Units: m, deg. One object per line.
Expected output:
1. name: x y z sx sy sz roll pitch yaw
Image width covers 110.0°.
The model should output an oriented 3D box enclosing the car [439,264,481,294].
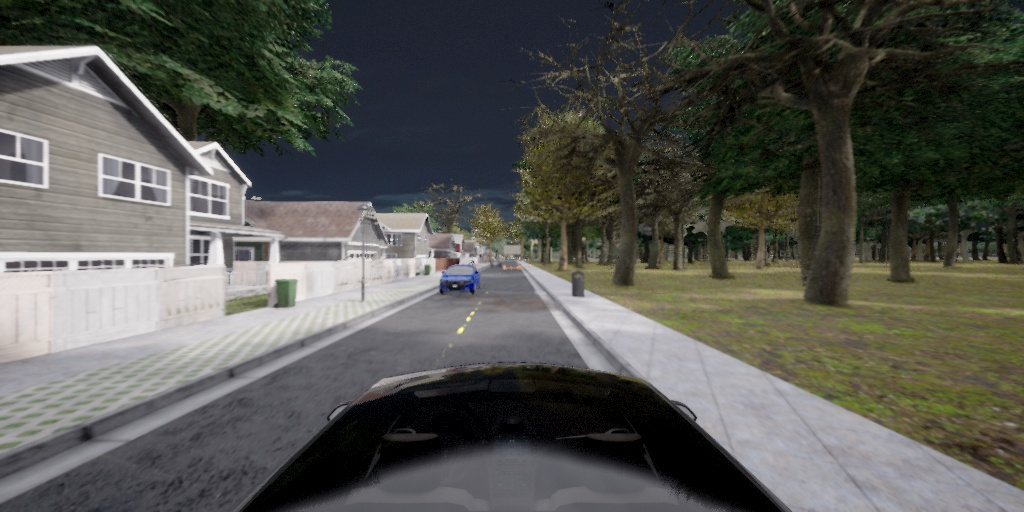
1. car: -2.846 1.231 20.389 1.882 1.535 5.008 0 0 0

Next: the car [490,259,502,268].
1. car: -2.775 1.278 62.361 2.128 1.511 4.902 0 0 1

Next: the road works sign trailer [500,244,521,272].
1. road works sign trailer: 0.004 0.234 46.650 2.380 3.560 2.880 0 0 0

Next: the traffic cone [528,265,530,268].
1. traffic cone: 2.811 1.412 57.892 0.340 0.580 0.340 0 0 2
